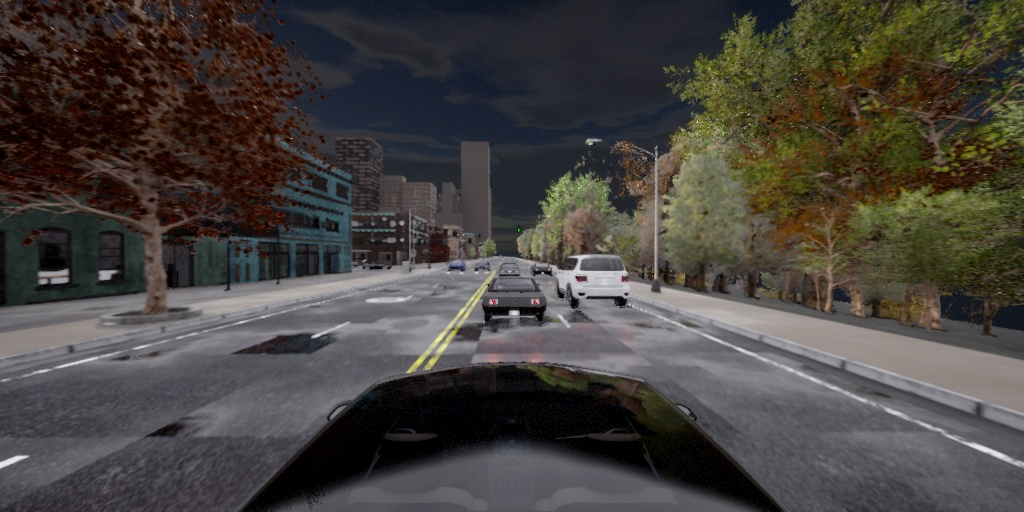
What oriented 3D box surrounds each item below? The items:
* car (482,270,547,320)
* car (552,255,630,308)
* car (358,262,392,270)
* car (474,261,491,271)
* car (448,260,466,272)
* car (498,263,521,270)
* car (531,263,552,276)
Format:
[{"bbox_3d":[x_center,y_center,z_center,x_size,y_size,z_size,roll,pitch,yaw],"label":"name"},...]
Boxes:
[{"bbox_3d":[0.044,1.349,12.550,1.895,1.301,4.718,0,0,-1],"label":"car"},{"bbox_3d":[3.259,0.969,15.414,2.150,2.045,5.566,0,0,-1],"label":"car"},{"bbox_3d":[-20.678,1.566,55.147,4.313,1.339,1.948,0,0,-1],"label":"car"},{"bbox_3d":[-3.851,1.319,47.252,1.994,1.385,4.181,0,0,-1],"label":"car"},{"bbox_3d":[-7.098,1.227,46.811,1.882,1.535,5.008,0,0,-1],"label":"car"},{"bbox_3d":[-0.229,1.294,30.729,2.033,1.411,5.357,0,0,-1],"label":"car"},{"bbox_3d":[2.927,1.347,36.495,1.895,1.301,4.718,0,0,-1],"label":"car"}]
